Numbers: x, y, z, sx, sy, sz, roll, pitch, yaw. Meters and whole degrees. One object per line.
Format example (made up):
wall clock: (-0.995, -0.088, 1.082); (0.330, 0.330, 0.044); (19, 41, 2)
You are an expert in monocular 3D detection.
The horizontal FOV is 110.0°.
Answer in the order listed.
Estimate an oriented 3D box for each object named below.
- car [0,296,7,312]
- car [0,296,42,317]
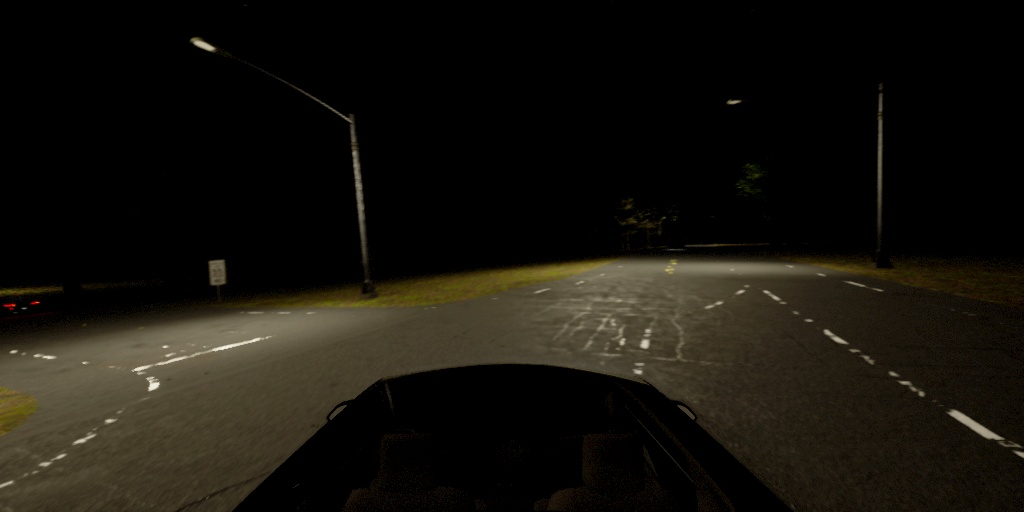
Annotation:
car: (-49.339, 4.607, 33.319); (4.181, 1.385, 1.994); (-3, 2, 25)
car: (-40.314, 4.045, 29.091); (4.674, 1.442, 1.812); (-3, 2, 25)
